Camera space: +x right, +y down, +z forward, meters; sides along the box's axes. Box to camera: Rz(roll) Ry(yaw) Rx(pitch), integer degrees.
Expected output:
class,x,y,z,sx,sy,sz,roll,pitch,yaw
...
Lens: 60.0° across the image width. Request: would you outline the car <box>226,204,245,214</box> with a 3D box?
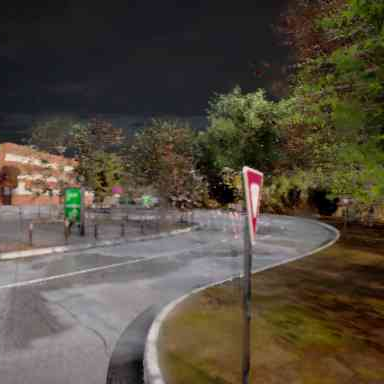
class,x,y,z,sx,sy,sz,roll,pitch,yaw
car,6.872,2.556,50.301,1.994,1.385,4.181,2,-1,-23
